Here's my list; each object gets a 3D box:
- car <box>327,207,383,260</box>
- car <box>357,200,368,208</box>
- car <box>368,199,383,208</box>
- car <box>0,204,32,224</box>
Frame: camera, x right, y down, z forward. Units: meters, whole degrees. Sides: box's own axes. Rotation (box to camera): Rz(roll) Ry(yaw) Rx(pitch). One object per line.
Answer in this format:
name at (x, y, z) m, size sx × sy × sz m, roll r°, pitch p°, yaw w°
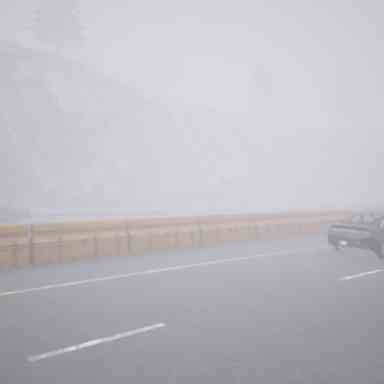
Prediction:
car at (7.239, 1.532, 12.600) m, size 4.902 × 1.511 × 2.128 m, roll 0°, pitch 0°, yaw -31°
car at (24.170, 1.631, 44.153) m, size 4.902 × 1.511 × 2.128 m, roll 0°, pitch 0°, yaw -20°
car at (24.483, 1.610, 40.551) m, size 5.008 × 1.535 × 1.882 m, roll 0°, pitch 0°, yaw -20°
car at (-14.417, 1.557, 23.733) m, size 5.357 × 1.411 × 2.033 m, roll 0°, pitch 0°, yaw -35°
